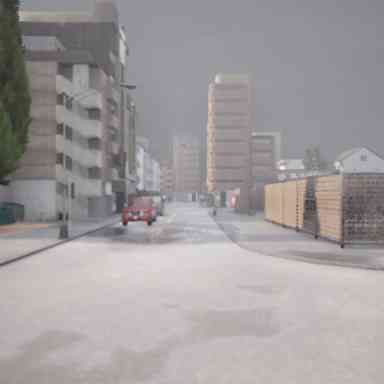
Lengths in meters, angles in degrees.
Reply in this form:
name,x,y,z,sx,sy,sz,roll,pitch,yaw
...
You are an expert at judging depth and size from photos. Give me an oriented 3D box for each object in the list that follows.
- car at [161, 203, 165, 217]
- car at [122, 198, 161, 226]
name,x,y,z,sx,sy,sz,roll,pitch,yaw
car,-4.068,1.917,37.150,1.837,1.490,4.892,0,-1,0
car,-4.081,1.518,26.716,2.150,2.045,5.566,0,-1,0
